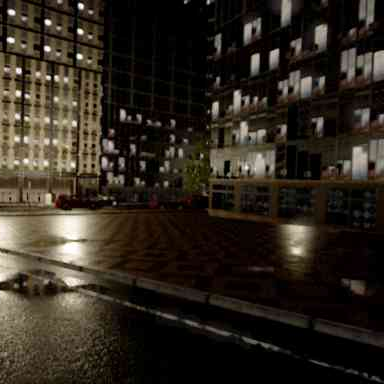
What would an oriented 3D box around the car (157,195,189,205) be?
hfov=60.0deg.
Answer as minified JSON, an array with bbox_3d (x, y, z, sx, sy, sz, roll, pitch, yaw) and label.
[{"bbox_3d":[-3.054,1.313,52.834,4.829,1.417,1.752,1,2,-34],"label":"car"}]

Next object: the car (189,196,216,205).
[{"bbox_3d":[1.769,1.430,56.125,4.313,1.339,1.947,1,2,-34],"label":"car"}]

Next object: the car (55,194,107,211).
[{"bbox_3d":[-12.521,1.196,36.835,5.009,1.841,2.192,1,2,-34],"label":"car"}]

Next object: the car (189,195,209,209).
[{"bbox_3d":[1.528,1.417,46.417,5.009,1.841,2.192,1,2,-34],"label":"car"}]

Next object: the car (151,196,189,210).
[{"bbox_3d":[-3.163,1.572,43.229,4.507,1.381,1.887,1,2,-34],"label":"car"}]

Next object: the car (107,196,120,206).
[{"bbox_3d":[-12.280,1.194,46.543,4.403,1.369,2.008,1,2,-34],"label":"car"}]
